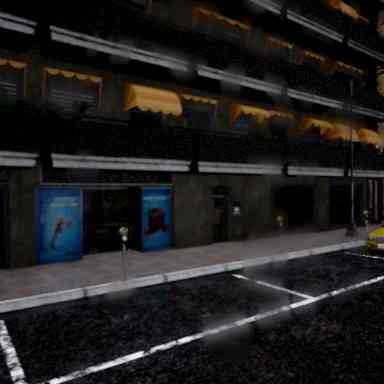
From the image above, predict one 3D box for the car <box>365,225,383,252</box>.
[{"bbox_3d":[8.359,1.493,12.541,4.829,1.417,1.752,0,0,-36],"label":"car"}]
